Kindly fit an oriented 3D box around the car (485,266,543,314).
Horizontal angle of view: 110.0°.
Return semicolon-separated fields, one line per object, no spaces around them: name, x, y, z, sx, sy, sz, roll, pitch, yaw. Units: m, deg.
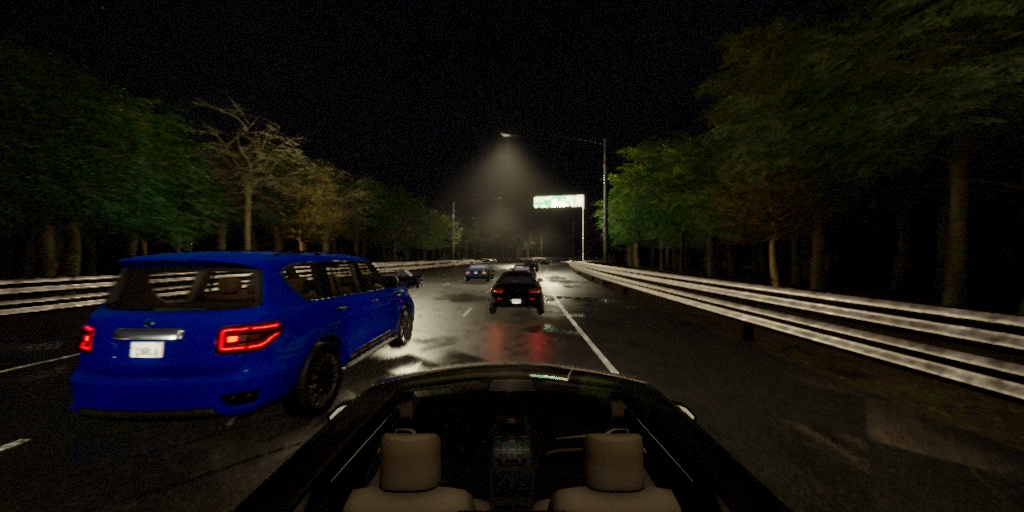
car;0.209;1.278;13.745;1.812;1.442;4.674;0;0;2

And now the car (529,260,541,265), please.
car;2.396;1.271;44.985;1.812;1.442;4.674;0;0;6

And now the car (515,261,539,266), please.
car;0.801;1.314;26.357;1.994;1.385;4.181;0;0;4

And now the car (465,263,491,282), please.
car;-2.479;1.289;29.007;2.033;1.411;5.357;0;0;4

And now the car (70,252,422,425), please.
car;-3.379;0.966;6.037;2.150;2.045;5.566;0;0;1
